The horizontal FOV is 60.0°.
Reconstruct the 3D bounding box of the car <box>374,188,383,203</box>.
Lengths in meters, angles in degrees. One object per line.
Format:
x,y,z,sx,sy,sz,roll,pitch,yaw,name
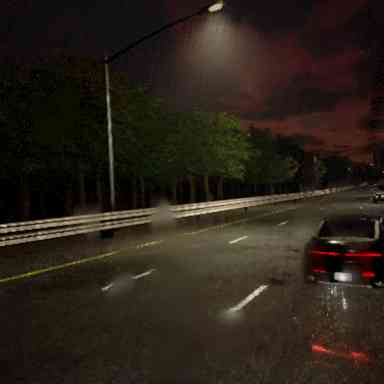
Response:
22.453,0.541,39.062,2.033,1.411,5.357,-3,0,31,car

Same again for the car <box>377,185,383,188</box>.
31.991,-0.237,54.983,2.150,2.045,5.566,-3,0,31,car

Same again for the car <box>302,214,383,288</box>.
4.136,1.327,8.475,1.837,1.490,4.892,-3,0,31,car
